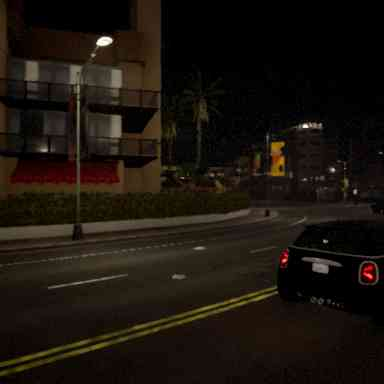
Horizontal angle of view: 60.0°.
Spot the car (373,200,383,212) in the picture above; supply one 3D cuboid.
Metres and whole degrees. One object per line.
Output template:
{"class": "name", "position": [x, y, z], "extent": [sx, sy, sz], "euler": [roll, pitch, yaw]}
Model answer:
{"class": "car", "position": [24.682, 1.722, 41.603], "extent": [1.994, 1.385, 4.181], "euler": [0, 0, 2]}

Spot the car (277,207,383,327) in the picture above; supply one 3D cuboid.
{"class": "car", "position": [3.886, 1.380, 7.301], "extent": [4.553, 1.767, 2.097], "euler": [0, 0, -41]}

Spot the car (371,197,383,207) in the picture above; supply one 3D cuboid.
{"class": "car", "position": [20.689, 1.613, 35.477], "extent": [1.882, 1.535, 5.008], "euler": [0, 0, 11]}
